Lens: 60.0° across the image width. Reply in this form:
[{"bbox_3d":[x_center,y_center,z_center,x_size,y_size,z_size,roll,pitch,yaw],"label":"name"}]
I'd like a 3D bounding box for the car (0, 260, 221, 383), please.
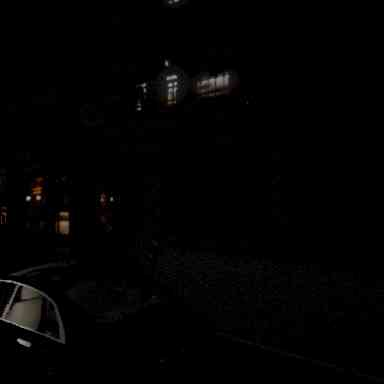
[{"bbox_3d":[-1.752,1.551,4.125,4.403,1.369,2.008,0,0,35],"label":"car"}]
